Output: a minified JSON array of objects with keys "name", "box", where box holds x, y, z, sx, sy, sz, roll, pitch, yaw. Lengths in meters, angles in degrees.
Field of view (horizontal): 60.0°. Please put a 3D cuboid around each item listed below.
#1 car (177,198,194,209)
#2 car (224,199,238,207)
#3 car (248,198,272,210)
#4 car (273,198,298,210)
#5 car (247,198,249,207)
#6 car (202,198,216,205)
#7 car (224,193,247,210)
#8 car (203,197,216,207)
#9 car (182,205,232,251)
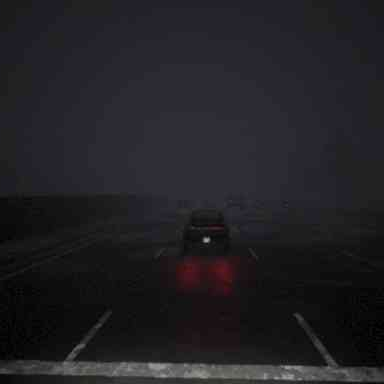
[{"name":"car","box":[-1.067,1.648,46.775,1.837,1.490,4.892,0,0,3]},{"name":"car","box":[6.407,1.780,55.158,1.895,1.301,4.718,0,0,3]},{"name":"car","box":[9.418,1.757,46.224,1.895,1.301,4.718,0,0,3]},{"name":"car","box":[12.865,1.705,45.169,2.033,1.411,5.357,0,0,3]},{"name":"car","box":[9.900,1.709,54.935,1.812,1.442,4.674,0,0,3]},{"name":"car","box":[2.406,1.747,46.195,1.895,1.301,4.718,0,0,3]},{"name":"car","box":[5.878,1.371,45.587,2.150,2.045,5.566,0,0,3]},{"name":"car","box":[2.911,1.667,55.321,2.128,1.511,4.902,0,0,3]},{"name":"car","box":[0.645,1.538,14.351,2.128,1.511,4.902,0,0,3]}]
